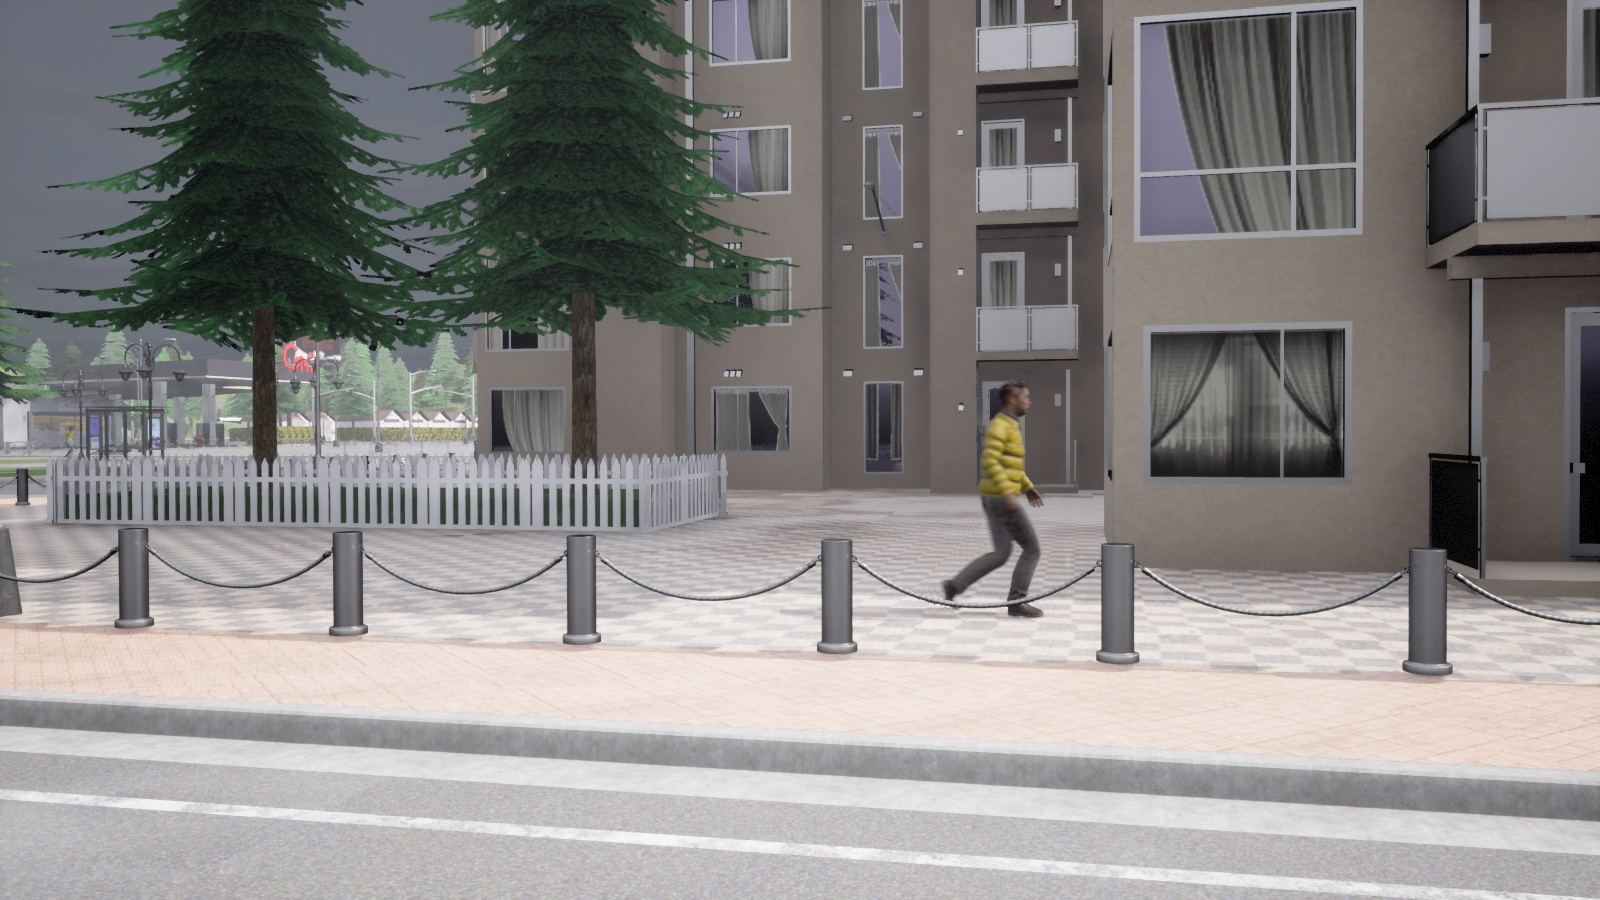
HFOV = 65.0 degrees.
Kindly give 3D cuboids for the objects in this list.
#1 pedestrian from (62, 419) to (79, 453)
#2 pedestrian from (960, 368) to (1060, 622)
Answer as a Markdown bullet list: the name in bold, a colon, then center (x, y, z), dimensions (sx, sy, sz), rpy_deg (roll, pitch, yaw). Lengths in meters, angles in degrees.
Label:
- **pedestrian**: center (-39.060, -0.742, 67.272), dimensions (0.706, 1.836, 0.354), rpy_deg (0, 1, 10)
- **pedestrian**: center (1.565, 0.323, 9.360), dimensions (0.709, 1.840, 0.431), rpy_deg (0, 1, 10)
